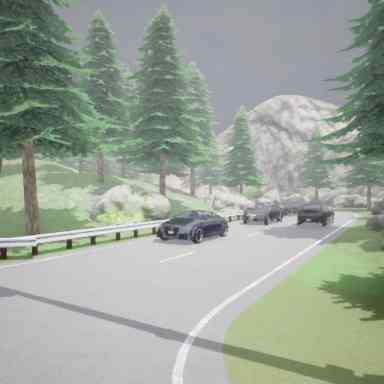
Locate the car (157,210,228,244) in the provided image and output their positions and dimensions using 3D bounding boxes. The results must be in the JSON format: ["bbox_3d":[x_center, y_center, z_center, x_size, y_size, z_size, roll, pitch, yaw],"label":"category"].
[{"bbox_3d":[0.126,1.573,16.152,1.994,1.385,4.181,0,0,31],"label":"car"}]

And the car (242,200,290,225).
[{"bbox_3d":[5.307,1.506,24.640,2.128,1.511,4.902,0,0,31],"label":"car"}]

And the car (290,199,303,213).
[{"bbox_3d":[10.407,1.525,33.494,1.837,1.490,4.892,0,0,24],"label":"car"}]

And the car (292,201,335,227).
[{"bbox_3d":[8.771,1.593,23.409,1.837,1.490,4.892,0,-1,31],"label":"car"}]
